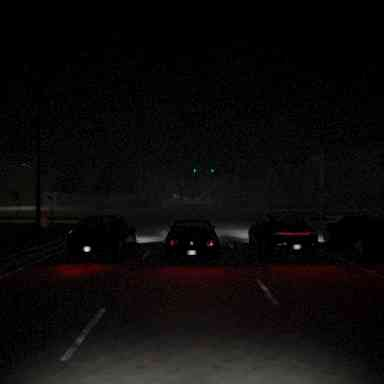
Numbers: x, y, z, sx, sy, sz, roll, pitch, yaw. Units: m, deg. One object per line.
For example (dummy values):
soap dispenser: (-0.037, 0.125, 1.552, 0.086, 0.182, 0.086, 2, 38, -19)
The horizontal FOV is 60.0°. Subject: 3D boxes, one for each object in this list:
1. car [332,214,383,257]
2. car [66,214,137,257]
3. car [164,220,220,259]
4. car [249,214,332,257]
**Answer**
car: (7.017, 1.650, 13.495, 1.837, 1.490, 4.892, 0, 0, 0)
car: (-3.483, 1.651, 13.502, 1.837, 1.490, 4.892, 0, 0, 0)
car: (0.013, 1.742, 13.239, 1.895, 1.301, 4.718, 0, -1, 0)
car: (3.517, 1.636, 13.497, 2.128, 1.511, 4.902, 0, 0, 0)
